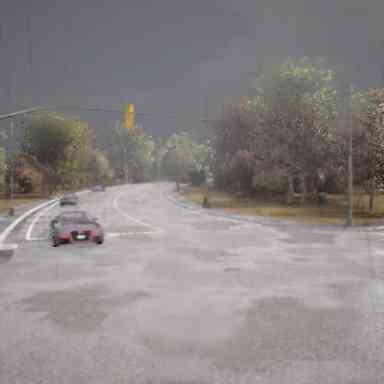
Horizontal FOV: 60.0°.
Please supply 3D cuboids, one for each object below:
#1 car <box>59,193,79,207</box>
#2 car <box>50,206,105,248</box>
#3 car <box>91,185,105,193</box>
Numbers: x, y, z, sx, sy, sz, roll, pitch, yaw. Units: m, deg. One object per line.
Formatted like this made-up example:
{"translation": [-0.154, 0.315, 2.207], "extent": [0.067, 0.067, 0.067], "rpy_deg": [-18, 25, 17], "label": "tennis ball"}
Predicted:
{"translation": [-14.201, 0.889, 38.713], "extent": [2.033, 1.411, 5.357], "rpy_deg": [0, 3, -15], "label": "car"}
{"translation": [-5.240, 1.568, 14.901], "extent": [1.994, 1.385, 4.181], "rpy_deg": [0, 0, -26], "label": "car"}
{"translation": [-17.995, -0.618, 64.091], "extent": [1.994, 1.385, 4.181], "rpy_deg": [0, 3, -4], "label": "car"}
